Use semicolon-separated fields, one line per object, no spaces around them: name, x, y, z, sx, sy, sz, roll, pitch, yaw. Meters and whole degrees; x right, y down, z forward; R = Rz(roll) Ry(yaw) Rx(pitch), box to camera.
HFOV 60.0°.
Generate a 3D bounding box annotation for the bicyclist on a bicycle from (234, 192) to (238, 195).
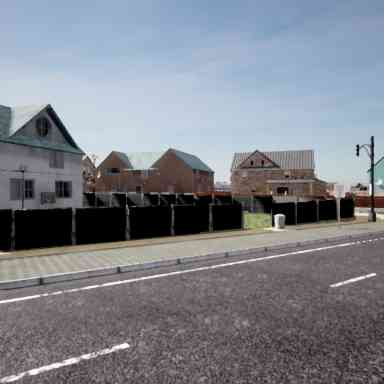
bicyclist on a bicycle;5.196;0.794;39.574;0.582;1.620;1.656;1;1;19
